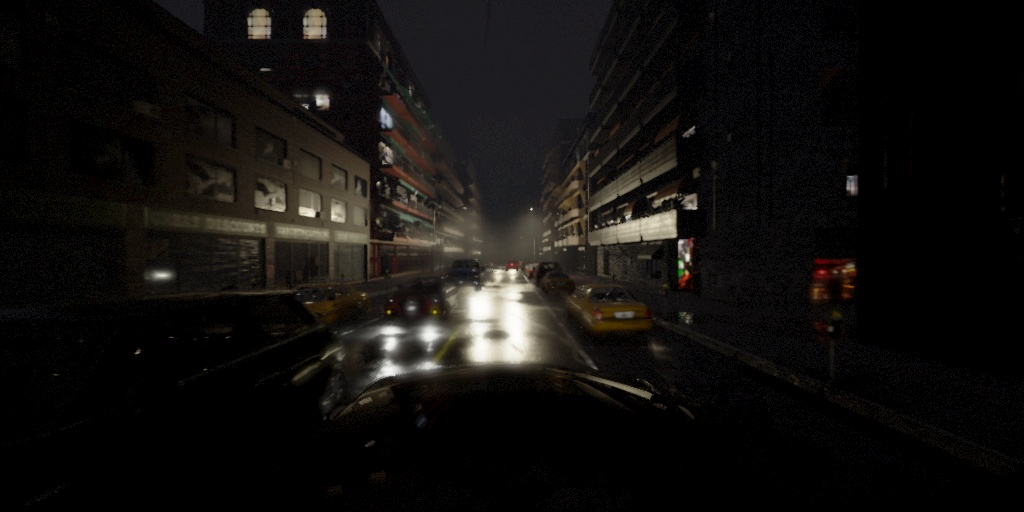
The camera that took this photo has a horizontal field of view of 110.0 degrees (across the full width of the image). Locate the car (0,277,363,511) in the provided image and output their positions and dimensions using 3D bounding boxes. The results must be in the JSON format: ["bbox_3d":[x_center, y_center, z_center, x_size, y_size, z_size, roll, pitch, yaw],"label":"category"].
[{"bbox_3d":[-3.097,1.110,2.558,2.097,1.767,4.553,0,-1,0],"label":"car"}]

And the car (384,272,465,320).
[{"bbox_3d":[-3.089,1.440,13.044,1.994,1.385,4.181,0,-1,0],"label":"car"}]

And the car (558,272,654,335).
[{"bbox_3d":[2.655,1.375,10.744,1.751,1.417,4.829,0,0,0],"label":"car"}]

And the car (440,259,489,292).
[{"bbox_3d":[-3.001,1.222,23.940,2.150,2.045,5.566,0,-1,0],"label":"car"}]

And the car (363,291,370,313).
[{"bbox_3d":[-5.692,1.373,10.358,1.751,1.417,4.829,0,0,0],"label":"car"}]

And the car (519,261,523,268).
[{"bbox_3d":[2.689,1.972,60.289,1.948,1.339,4.313,0,0,0],"label":"car"}]

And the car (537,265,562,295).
[{"bbox_3d":[2.699,1.498,21.792,1.751,1.417,4.829,0,0,0],"label":"car"}]

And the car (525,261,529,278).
[{"bbox_3d":[2.689,1.599,38.193,1.967,1.591,4.097,0,0,0],"label":"car"}]

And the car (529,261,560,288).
[{"bbox_3d":[2.694,1.350,27.146,2.192,1.841,5.009,0,0,0],"label":"car"}]

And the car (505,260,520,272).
[{"bbox_3d":[0.000,1.651,62.429,2.150,2.045,5.566,0,-1,0],"label":"car"}]

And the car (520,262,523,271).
[{"bbox_3d":[2.689,1.895,54.765,2.007,1.370,4.403,0,0,0],"label":"car"}]

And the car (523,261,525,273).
[{"bbox_3d":[2.689,1.660,43.718,1.967,1.591,4.097,0,0,0],"label":"car"}]
